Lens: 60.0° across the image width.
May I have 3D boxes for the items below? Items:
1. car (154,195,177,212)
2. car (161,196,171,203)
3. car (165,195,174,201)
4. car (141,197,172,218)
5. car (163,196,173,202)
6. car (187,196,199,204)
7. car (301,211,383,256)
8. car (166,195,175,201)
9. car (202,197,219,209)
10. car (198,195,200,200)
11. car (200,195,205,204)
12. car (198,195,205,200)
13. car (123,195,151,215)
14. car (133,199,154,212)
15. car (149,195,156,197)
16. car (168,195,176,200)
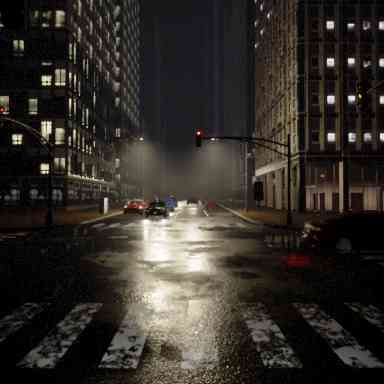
[{"bbox_3d":[-3.115,1.493,39.810,1.882,1.535,5.008,0,0,0],"label":"car"},{"bbox_3d":[-5.709,1.573,72.748,1.887,1.381,4.507,1,0,0],"label":"car"},{"bbox_3d":[-5.714,1.578,83.898,1.887,1.381,4.507,1,0,0],"label":"car"},{"bbox_3d":[-3.112,1.516,30.305,1.837,1.490,4.892,0,0,0],"label":"car"},{"bbox_3d":[-5.711,1.582,78.323,2.008,1.369,4.403,1,0,0],"label":"car"},{"bbox_3d":[0.071,1.588,62.421,1.994,1.385,4.181,0,0,0],"label":"car"},{"bbox_3d":[6.683,1.470,12.441,5.008,1.535,1.882,0,-1,0],"label":"car"},{"bbox_3d":[-5.717,1.587,89.473,2.008,1.369,4.403,1,0,0],"label":"car"},{"bbox_3d":[2.683,1.599,44.938,1.802,1.307,4.206,1,0,0],"label":"car"},{"bbox_3d":[2.676,1.590,61.671,1.947,1.339,4.313,1,0,0],"label":"car"},{"bbox_3d":[2.680,1.547,56.263,1.752,1.417,4.829,1,0,0],"label":"car"},{"bbox_3d":[2.661,1.583,95.134,1.887,1.381,4.507,1,0,0],"label":"car"},{"bbox_3d":[-5.689,1.453,33.722,1.967,1.590,4.097,1,0,0],"label":"car"},{"bbox_3d":[-5.695,1.597,39.297,1.802,1.307,4.206,1,0,0],"label":"car"},{"bbox_3d":[-5.692,1.332,44.872,2.192,1.841,5.009,1,0,0],"label":"car"},{"bbox_3d":[-5.720,1.605,95.049,1.947,1.339,4.313,1,0,0],"label":"car"}]
